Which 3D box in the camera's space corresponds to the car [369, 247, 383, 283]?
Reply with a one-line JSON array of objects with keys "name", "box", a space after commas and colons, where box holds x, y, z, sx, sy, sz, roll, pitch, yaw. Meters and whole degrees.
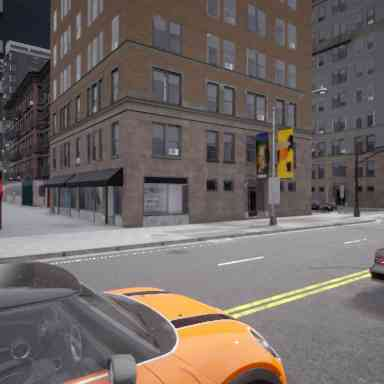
[{"name": "car", "box": [6.467, 1.550, 8.251, 5.357, 1.411, 2.033, 0, 0, -37]}]

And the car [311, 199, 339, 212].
[{"name": "car", "box": [14.000, 1.536, 38.436, 2.033, 1.411, 5.357, 0, 0, -36]}]

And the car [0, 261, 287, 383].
[{"name": "car", "box": [-1.338, 1.352, 2.451, 4.553, 1.767, 2.097, 0, 0, -37]}]
